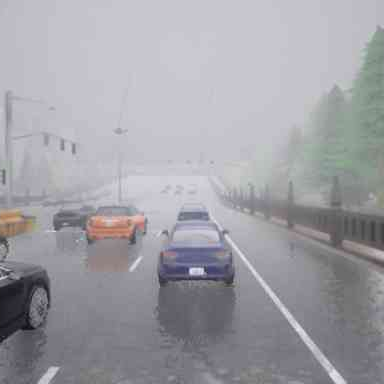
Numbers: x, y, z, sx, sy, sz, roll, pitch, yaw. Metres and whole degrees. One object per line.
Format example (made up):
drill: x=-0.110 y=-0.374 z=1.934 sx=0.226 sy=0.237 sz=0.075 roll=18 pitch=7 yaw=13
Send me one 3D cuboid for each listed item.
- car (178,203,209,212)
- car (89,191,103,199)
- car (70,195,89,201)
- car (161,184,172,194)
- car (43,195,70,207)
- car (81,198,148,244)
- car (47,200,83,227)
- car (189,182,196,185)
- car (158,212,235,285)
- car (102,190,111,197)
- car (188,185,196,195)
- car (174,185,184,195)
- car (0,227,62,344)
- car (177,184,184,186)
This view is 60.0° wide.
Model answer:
car: x=0.094 y=1.469 z=21.419 sx=1.882 sy=1.535 sz=5.008 roll=0 pitch=0 yaw=0
car: x=-21.002 y=1.124 z=70.199 sx=1.994 sy=1.385 sz=4.181 roll=0 pitch=3 yaw=0
car: x=-21.037 y=1.485 z=60.463 sx=2.033 sy=1.411 sz=5.357 roll=0 pitch=1 yaw=0
car: x=-6.919 y=-0.327 z=85.744 sx=2.033 sy=1.411 sz=5.357 roll=0 pitch=7 yaw=0
car: x=-21.085 y=1.333 z=51.079 sx=2.097 sy=1.767 sz=4.553 roll=0 pitch=0 yaw=0
car: x=-3.403 y=1.346 z=15.893 sx=2.097 sy=1.767 sz=4.553 roll=0 pitch=0 yaw=0
car: x=-6.906 y=1.498 z=20.589 sx=1.837 sy=1.490 sz=4.892 roll=0 pitch=0 yaw=0
car: x=0.121 y=-1.697 z=93.276 sx=2.150 sy=2.045 sz=5.566 roll=0 pitch=7 yaw=0
car: x=0.098 y=1.522 z=9.378 sx=1.812 sy=1.442 sz=4.674 roll=0 pitch=0 yaw=0
car: x=-20.947 y=0.271 z=80.427 sx=2.128 sy=1.511 sz=4.902 roll=0 pitch=6 yaw=0
car: x=0.068 y=-0.100 z=83.264 sx=1.882 sy=1.535 sz=5.008 roll=0 pitch=7 yaw=0
car: x=-3.432 y=-0.078 z=83.284 sx=1.837 sy=1.490 sz=4.892 roll=0 pitch=7 yaw=0
car: x=-3.402 y=1.491 z=3.954 sx=2.128 sy=1.511 sz=4.902 roll=0 pitch=0 yaw=0
car: x=-3.379 y=-1.560 z=93.252 sx=2.097 sy=1.767 sz=4.553 roll=0 pitch=7 yaw=0
